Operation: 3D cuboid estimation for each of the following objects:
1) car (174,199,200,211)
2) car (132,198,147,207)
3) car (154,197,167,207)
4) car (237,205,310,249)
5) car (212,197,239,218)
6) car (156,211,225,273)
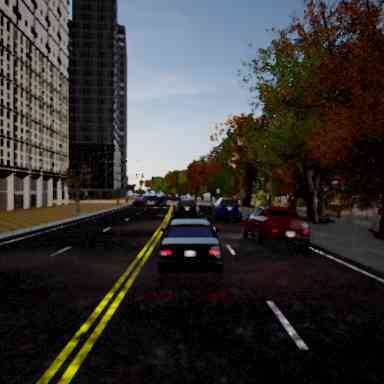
[{"bbox_3d":[-0.414,1.361,27.756,2.097,1.767,4.553,0,0,-1],"label":"car"},{"bbox_3d":[-8.077,1.624,51.371,1.895,1.301,4.718,0,0,-3],"label":"car"},{"bbox_3d":[-4.872,1.530,52.267,1.837,1.490,4.892,0,-1,-3],"label":"car"},{"bbox_3d":[3.244,1.319,13.390,1.812,1.442,4.674,4,-2,-1],"label":"car"},{"bbox_3d":[2.899,1.198,27.747,2.097,1.767,4.553,6,4,-1],"label":"car"},{"bbox_3d":[-0.050,1.551,10.642,2.033,1.411,5.357,0,0,0],"label":"car"}]
